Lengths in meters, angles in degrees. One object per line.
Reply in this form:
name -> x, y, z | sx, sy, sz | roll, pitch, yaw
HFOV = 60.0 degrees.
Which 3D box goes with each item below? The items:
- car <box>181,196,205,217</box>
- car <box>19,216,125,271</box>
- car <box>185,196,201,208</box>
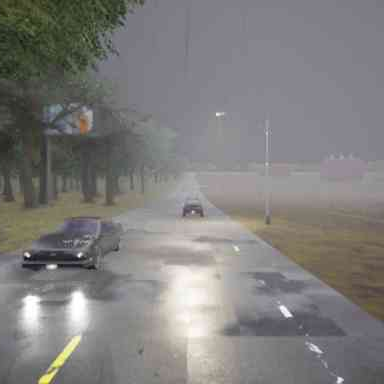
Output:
car -> 0.092, 1.411, 30.463 | 1.837, 1.490, 4.892 | 0, 1, 0
car -> -3.591, 1.530, 11.186 | 2.033, 1.411, 5.357 | 0, 0, 0
car -> 0.089, 1.300, 46.224 | 2.128, 1.511, 4.902 | 0, 1, 0
